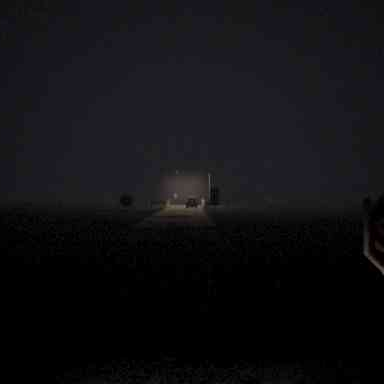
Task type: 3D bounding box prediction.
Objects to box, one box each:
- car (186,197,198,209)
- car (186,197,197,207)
[{"bbox_3d":[-0.029,2.057,59.051,2.097,1.767,4.553,0,-1,0],"label":"car"},{"bbox_3d":[-0.034,1.977,69.119,2.150,2.045,5.566,0,-1,0],"label":"car"}]
